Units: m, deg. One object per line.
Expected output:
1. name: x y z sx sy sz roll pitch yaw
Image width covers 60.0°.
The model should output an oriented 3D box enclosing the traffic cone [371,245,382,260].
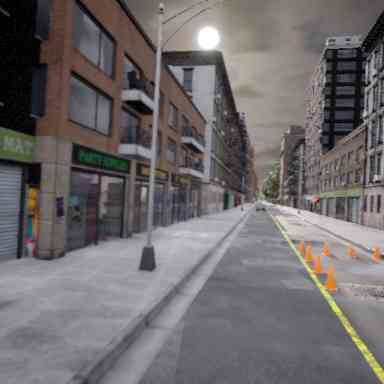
1. traffic cone: 7.790 2.520 14.001 0.340 0.580 0.340 3 -1 12

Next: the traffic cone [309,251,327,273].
1. traffic cone: 4.048 2.286 10.691 0.340 0.580 0.340 3 -1 12

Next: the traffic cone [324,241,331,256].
1. traffic cone: 5.833 2.422 14.406 0.340 0.580 0.340 3 -1 12

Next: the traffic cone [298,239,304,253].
1. traffic cone: 4.854 2.373 14.608 0.340 0.580 0.340 3 -1 12

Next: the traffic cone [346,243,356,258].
1. traffic cone: 6.811 2.470 14.204 0.340 0.580 0.340 3 -1 12

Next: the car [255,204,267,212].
1. car: 12.720 2.946 61.306 2.033 1.411 5.357 3 -1 12

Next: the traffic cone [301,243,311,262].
1. traffic cone: 4.451 2.330 12.650 0.340 0.580 0.340 3 -1 12

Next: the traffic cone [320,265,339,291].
1. traffic cone: 3.646 2.243 8.732 0.340 0.580 0.340 3 -1 12
